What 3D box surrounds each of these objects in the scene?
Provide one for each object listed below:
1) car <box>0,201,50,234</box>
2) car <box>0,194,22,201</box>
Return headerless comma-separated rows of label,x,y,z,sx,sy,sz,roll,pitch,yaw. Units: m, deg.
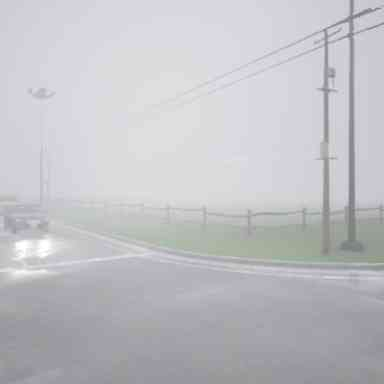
car,-9.682,1.492,19.380,2.128,1.511,4.902,0,0,-36
car,-15.461,1.221,27.377,2.150,2.045,5.566,0,0,-36
